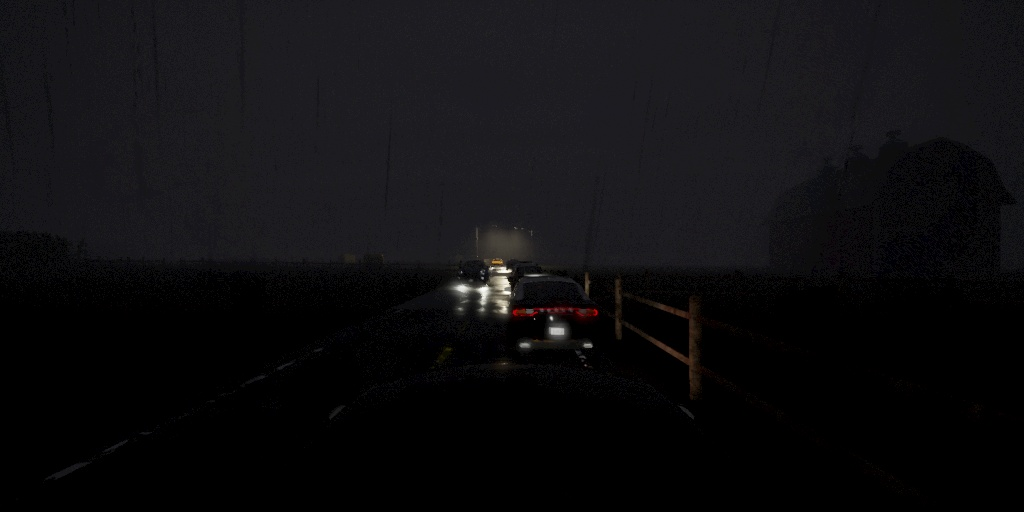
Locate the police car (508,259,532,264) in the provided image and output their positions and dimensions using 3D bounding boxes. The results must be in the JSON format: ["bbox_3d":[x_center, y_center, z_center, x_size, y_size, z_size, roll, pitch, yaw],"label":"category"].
[{"bbox_3d":[0.878,1.173,25.140,1.930,1.638,5.238,0,0,0],"label":"police car"}]

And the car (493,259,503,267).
[{"bbox_3d":[-2.602,1.215,63.587,1.882,1.535,5.008,0,0,0],"label":"car"}]

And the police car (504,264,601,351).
[{"bbox_3d":[0.838,1.174,9.140,1.930,1.638,5.238,0,0,0],"label":"police car"}]

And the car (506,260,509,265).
[{"bbox_3d":[0.171,1.220,49.512,1.882,1.535,5.008,0,0,0],"label":"car"}]

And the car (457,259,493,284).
[{"bbox_3d":[-2.792,1.100,26.784,2.097,1.767,4.553,0,0,0],"label":"car"}]

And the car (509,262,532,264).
[{"bbox_3d":[0.862,1.253,19.030,1.837,1.490,4.892,0,0,0],"label":"car"}]
